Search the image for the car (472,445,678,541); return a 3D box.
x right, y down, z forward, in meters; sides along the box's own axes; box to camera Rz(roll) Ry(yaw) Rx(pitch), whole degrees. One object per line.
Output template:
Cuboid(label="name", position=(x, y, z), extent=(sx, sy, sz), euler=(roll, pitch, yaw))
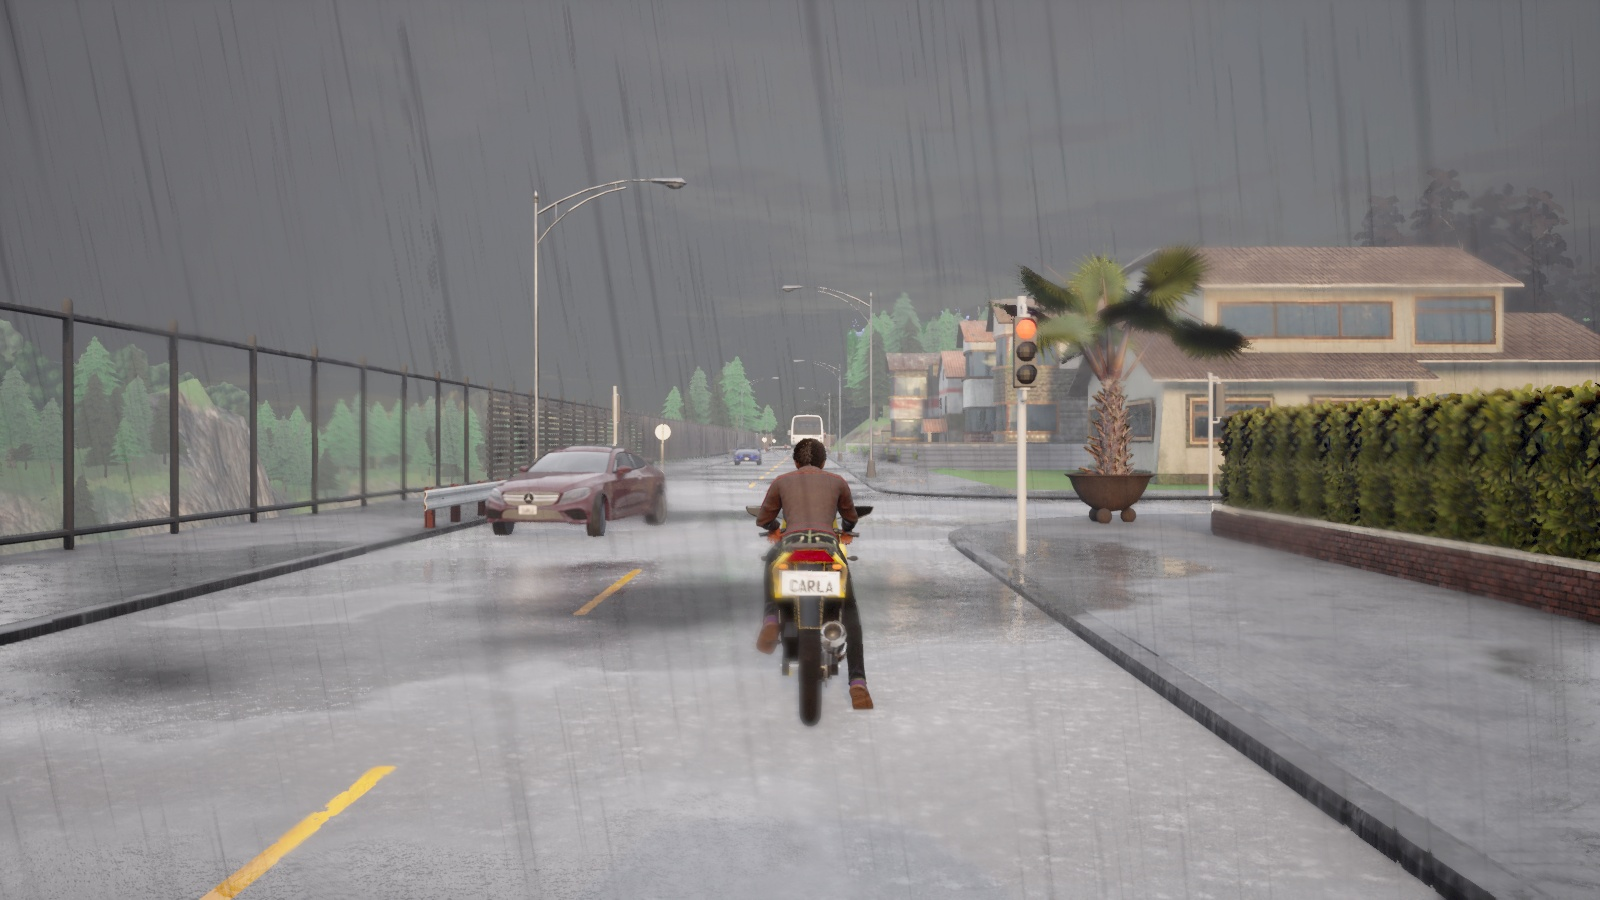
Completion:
Cuboid(label="car", position=(-3.688, 0.648, 21.523), extent=(1.812, 1.442, 4.674), euler=(0, 0, 12))

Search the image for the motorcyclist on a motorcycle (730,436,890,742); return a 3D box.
Cuboid(label="motorcyclist on a motorcycle", position=(0.056, 0.688, 7.269), extent=(0.797, 1.523, 2.044), euler=(0, 0, 0))

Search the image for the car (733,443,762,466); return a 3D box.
Cuboid(label="car", position=(-3.510, 0.280, 84.600), extent=(1.816, 1.474, 4.193), euler=(0, 0, 0))
